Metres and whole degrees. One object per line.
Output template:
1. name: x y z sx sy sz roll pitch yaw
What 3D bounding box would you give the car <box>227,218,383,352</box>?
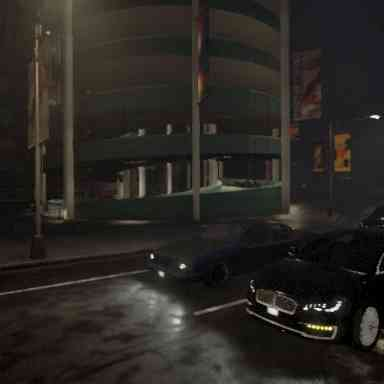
1. car: 3.152 1.472 6.202 4.892 1.490 1.837 0 0 -35

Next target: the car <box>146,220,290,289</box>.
1. car: 1.472 1.512 9.292 5.357 1.411 2.033 0 0 -35

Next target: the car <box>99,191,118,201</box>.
1. car: -15.251 0.918 60.744 2.435 2.045 5.566 0 0 -36

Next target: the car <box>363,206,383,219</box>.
1. car: 9.602 1.408 15.892 1.837 1.490 4.892 0 0 44
